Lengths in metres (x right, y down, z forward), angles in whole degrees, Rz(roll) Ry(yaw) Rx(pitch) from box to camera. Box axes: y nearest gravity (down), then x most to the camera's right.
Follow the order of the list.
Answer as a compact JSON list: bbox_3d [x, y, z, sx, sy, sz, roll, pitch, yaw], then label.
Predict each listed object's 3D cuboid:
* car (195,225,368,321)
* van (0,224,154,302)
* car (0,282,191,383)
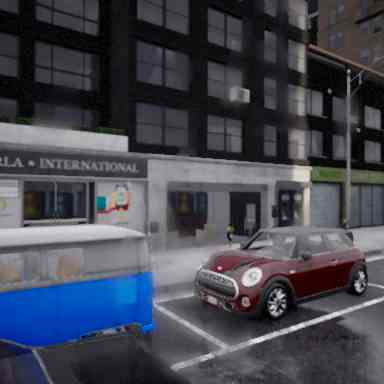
[{"bbox_3d":[2.038,1.531,7.393,4.097,1.590,1.967,1,-1,-34],"label":"car"},{"bbox_3d":[-2.451,1.375,4.370,3.998,1.788,1.690,1,-1,-34],"label":"van"},{"bbox_3d":[-2.059,1.606,1.450,4.718,1.301,1.895,1,-1,-34],"label":"car"}]
